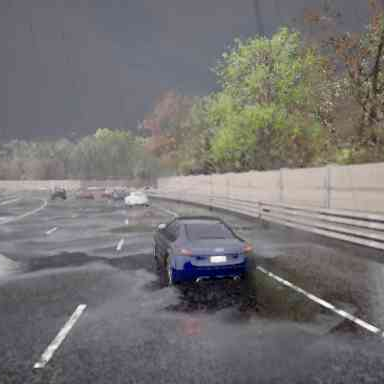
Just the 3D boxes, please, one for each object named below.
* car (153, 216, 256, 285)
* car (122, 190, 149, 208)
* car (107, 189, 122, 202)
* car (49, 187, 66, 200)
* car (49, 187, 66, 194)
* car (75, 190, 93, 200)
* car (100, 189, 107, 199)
[{"bbox_3d":[0.115,1.329,8.912,1.994,1.385,4.181,-1,1,-13],"label":"car"},{"bbox_3d":[-5.407,0.701,32.323,1.812,1.442,4.674,-1,1,-18],"label":"car"},{"bbox_3d":[-9.375,0.453,43.072,2.033,1.411,5.357,-1,2,-20],"label":"car"},{"bbox_3d":[-19.075,0.324,47.283,1.837,1.490,4.892,-1,2,-28],"label":"car"},{"bbox_3d":[-30.742,-0.369,75.825,1.812,1.442,4.674,-2,2,-45],"label":"car"},{"bbox_3d":[-15.627,0.349,48.252,1.994,1.385,4.181,-1,2,-28],"label":"car"},{"bbox_3d":[-12.329,0.268,49.636,1.812,1.442,4.674,-1,2,-28],"label":"car"}]
